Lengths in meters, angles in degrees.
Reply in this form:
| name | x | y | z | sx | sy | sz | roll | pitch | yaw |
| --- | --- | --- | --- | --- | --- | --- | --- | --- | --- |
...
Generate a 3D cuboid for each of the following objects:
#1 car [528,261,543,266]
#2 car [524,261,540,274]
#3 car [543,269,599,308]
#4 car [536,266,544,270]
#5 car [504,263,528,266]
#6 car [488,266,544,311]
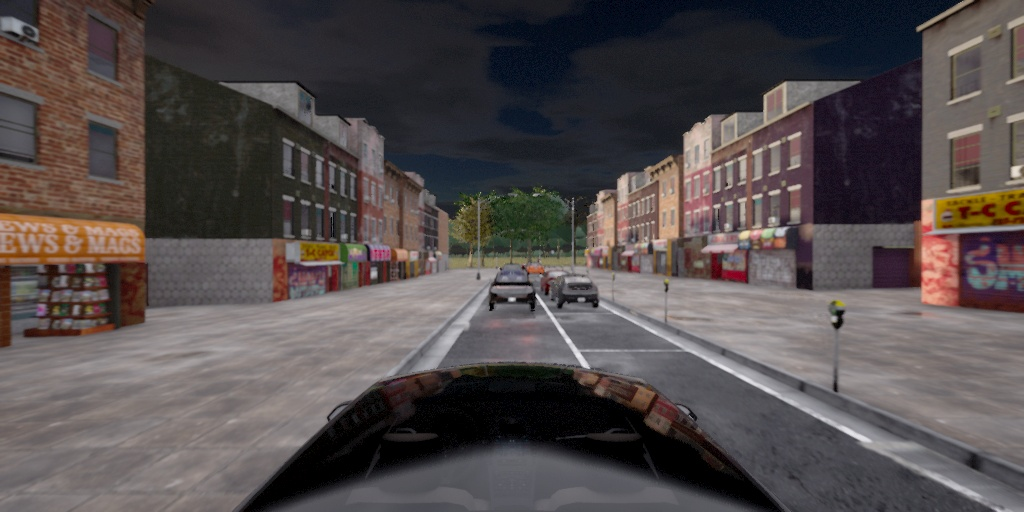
| name | x | y | z | sx | sy | sz | roll | pitch | yaw |
| --- | --- | --- | --- | --- | --- | --- | --- | --- | --- |
| car | 2.986 | 1.575 | 46.618 | 2.097 | 1.767 | 4.553 | 0 | -1 | 0 |
| car | 2.985 | 1.657 | 53.618 | 2.097 | 1.767 | 4.553 | 0 | -1 | 0 |
| car | 2.636 | 1.439 | 15.753 | 2.007 | 1.370 | 4.403 | 0 | 0 | 0 |
| car | 2.636 | 1.489 | 21.160 | 1.888 | 1.381 | 4.507 | 0 | 0 | 0 |
| car | 0.015 | 1.391 | 30.272 | 2.097 | 1.767 | 4.553 | 0 | -1 | 0 |
| car | 0.016 | 1.378 | 15.370 | 2.128 | 1.511 | 4.902 | 0 | 0 | 0 |
